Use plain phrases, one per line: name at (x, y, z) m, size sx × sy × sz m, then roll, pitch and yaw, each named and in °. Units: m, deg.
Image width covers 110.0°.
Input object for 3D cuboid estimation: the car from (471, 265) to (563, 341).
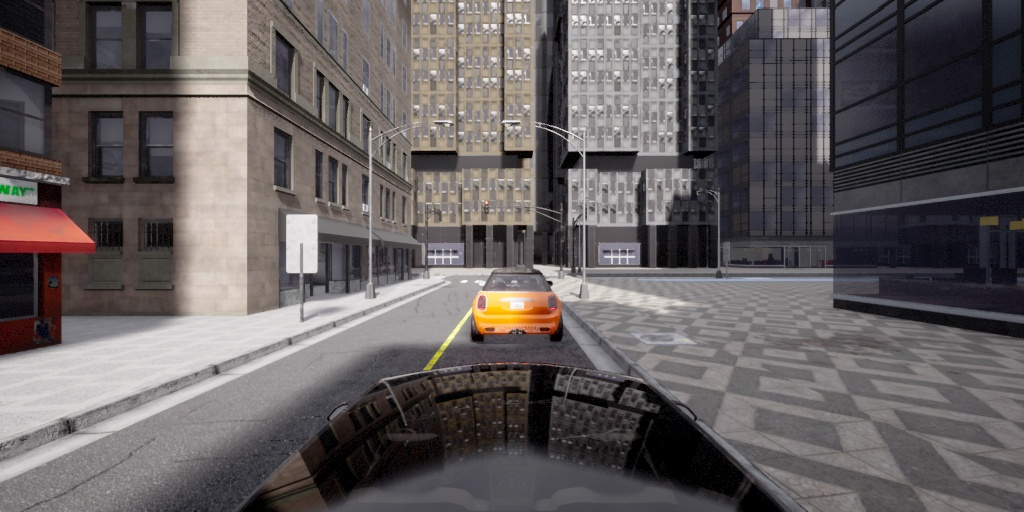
car at (0.106, 1.102, 10.003) m, size 2.097 × 1.767 × 4.553 m, roll 0°, pitch 0°, yaw 0°
